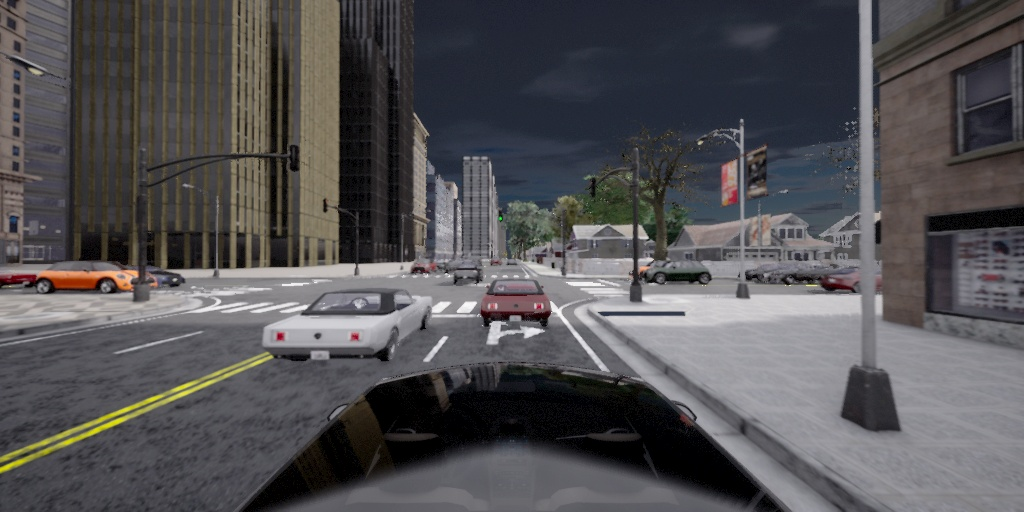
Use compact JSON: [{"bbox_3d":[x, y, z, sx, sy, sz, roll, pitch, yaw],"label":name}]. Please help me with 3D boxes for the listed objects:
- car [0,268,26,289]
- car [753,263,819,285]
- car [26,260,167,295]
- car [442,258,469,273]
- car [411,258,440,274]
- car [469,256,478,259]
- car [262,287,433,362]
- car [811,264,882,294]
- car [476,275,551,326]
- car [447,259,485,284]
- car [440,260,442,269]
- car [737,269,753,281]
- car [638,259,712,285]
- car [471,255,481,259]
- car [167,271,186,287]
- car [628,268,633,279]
[{"bbox_3d":[-31.448,1.318,21.440,4.718,1.301,1.895,0,-1,-4],"label":"car"},{"bbox_3d":[20.561,1.235,25.550,4.902,1.511,2.128,0,-1,0],"label":"car"},{"bbox_3d":[-21.497,1.039,18.722,4.553,1.767,2.097,0,-1,-2],"label":"car"},{"bbox_3d":[-6.595,1.211,42.119,1.837,1.490,4.892,0,0,0],"label":"car"},{"bbox_3d":[-9.849,1.060,40.302,2.097,1.767,4.553,0,0,0],"label":"car"},{"bbox_3d":[-6.569,1.199,52.258,1.837,1.490,4.892,0,0,0],"label":"car"},{"bbox_3d":[-3.152,1.344,8.120,1.895,1.301,4.718,0,0,0],"label":"car"},{"bbox_3d":[18.756,1.247,18.798,4.181,1.385,1.994,0,-1,0],"label":"car"},{"bbox_3d":[0.093,1.337,11.581,1.895,1.301,4.718,0,0,0],"label":"car"},{"bbox_3d":[-3.154,1.233,26.684,2.128,1.511,4.902,0,0,0],"label":"car"},{"bbox_3d":[-9.842,1.262,48.936,1.994,1.385,4.181,0,0,0],"label":"car"},{"bbox_3d":[21.207,1.320,28.796,5.357,1.411,2.033,0,-1,0],"label":"car"},{"bbox_3d":[11.604,1.095,25.607,4.553,1.767,2.097,0,-1,0],"label":"car"},{"bbox_3d":[-6.515,0.905,62.903,2.150,2.045,5.566,0,0,0],"label":"car"},{"bbox_3d":[-22.701,1.280,21.949,4.181,1.385,1.994,0,-1,-3],"label":"car"},{"bbox_3d":[11.736,1.124,28.858,4.553,1.767,2.097,0,-1,0],"label":"car"}]
